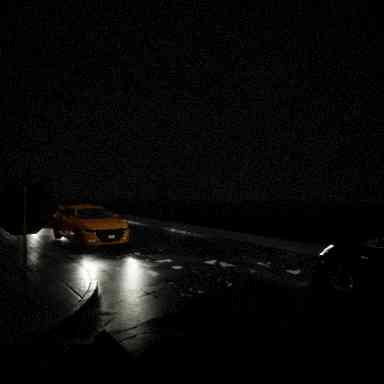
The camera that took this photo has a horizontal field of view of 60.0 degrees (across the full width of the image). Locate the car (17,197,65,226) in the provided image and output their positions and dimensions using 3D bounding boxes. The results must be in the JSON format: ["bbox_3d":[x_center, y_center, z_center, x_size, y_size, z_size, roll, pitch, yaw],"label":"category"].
[{"bbox_3d":[-9.959,1.177,21.664,1.882,1.535,5.008,1,0,-36],"label":"car"}]

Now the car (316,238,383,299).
[{"bbox_3d":[4.775,1.342,6.427,2.097,1.767,4.553,1,0,-36],"label":"car"}]

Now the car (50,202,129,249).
[{"bbox_3d":[-4.346,1.300,13.942,1.882,1.535,5.008,1,0,-36],"label":"car"}]
